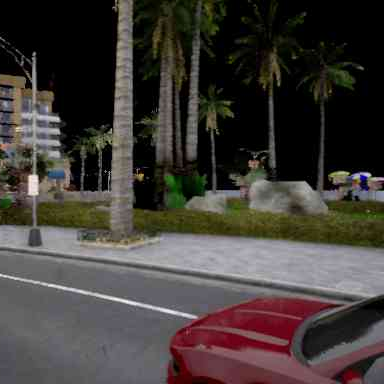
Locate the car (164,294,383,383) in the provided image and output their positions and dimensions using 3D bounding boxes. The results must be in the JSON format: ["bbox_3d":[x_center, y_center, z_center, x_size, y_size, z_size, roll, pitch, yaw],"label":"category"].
[{"bbox_3d":[2.041,1.460,2.314,5.008,1.535,1.882,0,0,36],"label":"car"}]
